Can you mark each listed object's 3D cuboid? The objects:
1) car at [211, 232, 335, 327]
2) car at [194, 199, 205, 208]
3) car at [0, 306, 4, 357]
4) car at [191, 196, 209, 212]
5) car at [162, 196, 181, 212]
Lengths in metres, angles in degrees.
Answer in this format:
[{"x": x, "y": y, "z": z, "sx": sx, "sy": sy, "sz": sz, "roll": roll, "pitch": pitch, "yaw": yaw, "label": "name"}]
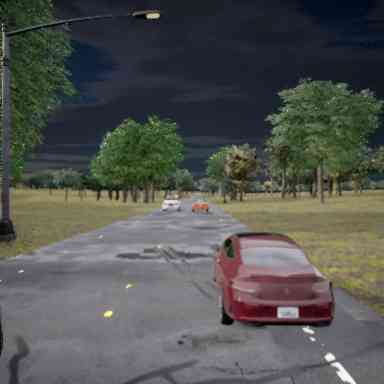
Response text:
[{"x": 1.417, "y": 1.567, "z": 7.036, "sx": 1.812, "sy": 1.442, "sz": 4.674, "roll": 0, "pitch": 0, "yaw": 1, "label": "car"}, {"x": 1.330, "y": 1.887, "z": 55.846, "sx": 1.812, "sy": 1.442, "sz": 4.674, "roll": 0, "pitch": 0, "yaw": 2, "label": "car"}, {"x": -3.512, "y": 1.379, "z": 2.376, "sx": 2.097, "sy": 1.767, "sz": 4.553, "roll": 0, "pitch": 0, "yaw": 1, "label": "car"}, {"x": 1.087, "y": 1.629, "z": 43.461, "sx": 2.097, "sy": 1.767, "sz": 4.553, "roll": 0, "pitch": 0, "yaw": 1, "label": "car"}, {"x": -2.598, "y": 1.514, "z": 43.917, "sx": 2.150, "sy": 2.045, "sz": 5.566, "roll": 0, "pitch": 0, "yaw": 1, "label": "car"}]
